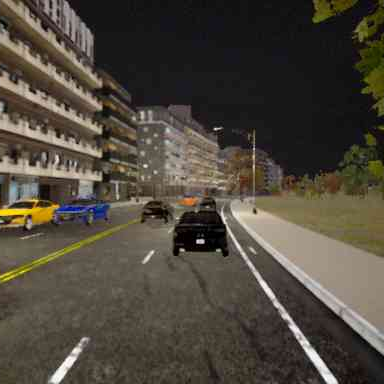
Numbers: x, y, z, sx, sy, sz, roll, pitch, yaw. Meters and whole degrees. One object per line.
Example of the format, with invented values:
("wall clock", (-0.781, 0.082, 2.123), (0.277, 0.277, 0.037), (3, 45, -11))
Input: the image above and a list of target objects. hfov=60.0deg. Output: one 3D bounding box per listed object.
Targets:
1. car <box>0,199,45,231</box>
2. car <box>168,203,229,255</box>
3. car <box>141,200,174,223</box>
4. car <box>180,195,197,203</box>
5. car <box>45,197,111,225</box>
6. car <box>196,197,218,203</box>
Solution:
("car", (-9.307, 1.164, 18.952), (1.882, 1.535, 5.008), (0, 0, 3))
("car", (0.345, 1.405, 12.965), (1.882, 1.535, 5.008), (0, 0, 2))
("car", (-2.401, 1.372, 24.005), (1.837, 1.490, 4.892), (0, 0, 3))
("car", (-0.375, 1.145, 47.320), (2.097, 1.767, 4.553), (0, 0, 6))
("car", (-6.060, 0.979, 18.802), (1.882, 1.535, 5.008), (0, 0, 3))
("car", (1.850, 1.332, 37.316), (1.837, 1.490, 4.892), (0, 0, 5))
